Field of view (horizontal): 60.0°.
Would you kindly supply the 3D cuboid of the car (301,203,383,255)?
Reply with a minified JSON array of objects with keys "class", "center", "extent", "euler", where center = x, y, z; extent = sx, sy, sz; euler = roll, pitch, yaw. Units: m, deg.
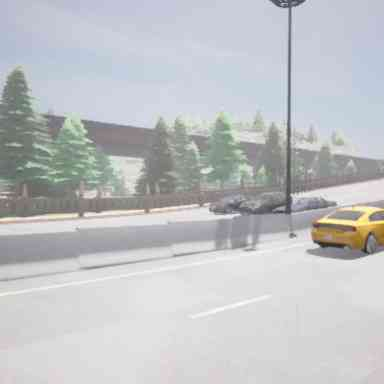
[{"class":"car","center":[6.687,1.302,12.839],"extent":[5.008,1.535,1.882],"euler":[-3,2,-35]}]

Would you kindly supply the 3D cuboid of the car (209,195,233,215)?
[{"class":"car","center":[3.620,0.998,28.095],"extent":[4.902,1.511,2.128],"euler":[-4,3,-35]}]

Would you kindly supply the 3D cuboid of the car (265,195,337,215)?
[{"class":"car","center":[7.714,1.049,22.419],"extent":[5.357,1.411,2.033],"euler":[-4,3,-35]}]

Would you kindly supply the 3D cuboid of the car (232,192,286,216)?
[{"class":"car","center":[5.700,0.854,25.280],"extent":[4.553,1.767,2.097],"euler":[-4,3,-35]}]
